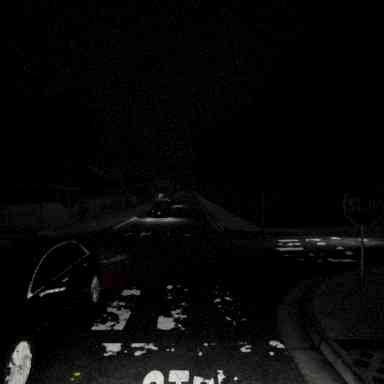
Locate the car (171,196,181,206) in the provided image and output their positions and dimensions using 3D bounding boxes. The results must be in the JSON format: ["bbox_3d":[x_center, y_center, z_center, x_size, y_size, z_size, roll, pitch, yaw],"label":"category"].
[{"bbox_3d":[-2.910,1.427,55.437,1.882,1.535,5.008,0,0,0],"label":"car"}]

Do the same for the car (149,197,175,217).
[{"bbox_3d":[-2.838,1.558,30.951,1.837,1.490,4.892,0,0,0],"label":"car"}]

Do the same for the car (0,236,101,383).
[{"bbox_3d":[-2.773,1.530,5.063,1.837,1.490,4.892,0,0,0],"label":"car"}]
